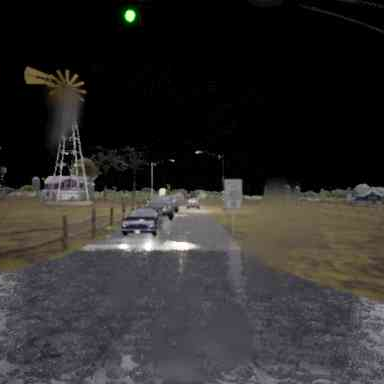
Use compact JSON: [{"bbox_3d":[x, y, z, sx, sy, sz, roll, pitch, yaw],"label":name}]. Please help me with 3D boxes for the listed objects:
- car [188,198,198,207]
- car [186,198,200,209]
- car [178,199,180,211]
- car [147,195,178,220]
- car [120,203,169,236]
[{"bbox_3d":[0.165,1.805,58.371,1.812,1.442,4.674,0,0,0],"label":"car"},{"bbox_3d":[0.157,1.756,47.899,2.033,1.411,5.357,0,0,0],"label":"car"},{"bbox_3d":[-2.668,1.385,40.361,2.150,2.045,5.566,0,0,1],"label":"car"},{"bbox_3d":[-2.692,1.328,29.577,2.150,2.045,5.566,0,0,-1],"label":"car"},{"bbox_3d":[-2.699,1.609,19.240,2.033,1.411,5.357,0,0,1],"label":"car"}]
